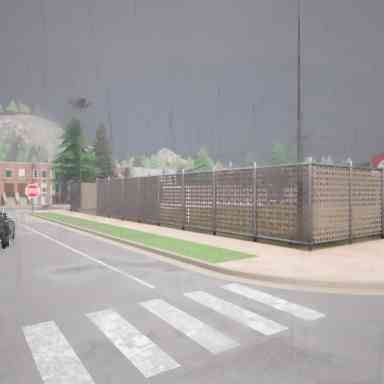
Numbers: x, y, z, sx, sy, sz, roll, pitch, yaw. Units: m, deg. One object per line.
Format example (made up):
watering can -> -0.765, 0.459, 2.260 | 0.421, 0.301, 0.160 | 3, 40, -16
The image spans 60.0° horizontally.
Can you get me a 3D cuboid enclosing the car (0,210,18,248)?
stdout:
car -> -8.749, 1.517, 14.247 | 1.837, 1.490, 4.892 | 1, -1, -25
